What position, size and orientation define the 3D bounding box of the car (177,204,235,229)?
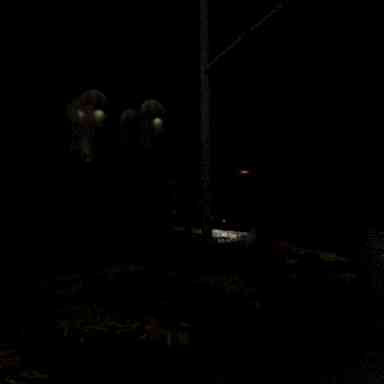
[{"bbox_3d":[0.621,1.403,20.042,1.994,1.385,4.181,-1,1,-35],"label":"car"}]
